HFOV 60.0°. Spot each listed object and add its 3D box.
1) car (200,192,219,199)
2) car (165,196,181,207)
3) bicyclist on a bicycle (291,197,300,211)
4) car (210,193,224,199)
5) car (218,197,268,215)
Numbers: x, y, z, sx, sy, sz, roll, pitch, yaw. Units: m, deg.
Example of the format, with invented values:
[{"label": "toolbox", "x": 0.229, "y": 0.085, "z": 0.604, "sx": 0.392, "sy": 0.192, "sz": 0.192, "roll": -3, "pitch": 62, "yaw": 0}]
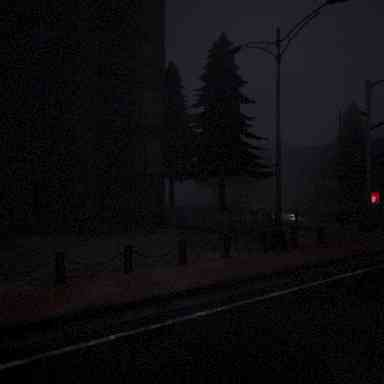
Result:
[{"label": "car", "x": 5.081, "y": 1.113, "z": 92.433, "sx": 1.932, "sy": 1.855, "sz": 4.605, "roll": 0, "pitch": 0, "yaw": -37}, {"label": "car", "x": -3.646, "y": 1.616, "z": 50.434, "sx": 1.895, "sy": 1.301, "sz": 4.718, "roll": 0, "pitch": 0, "yaw": -34}, {"label": "bicyclist on a bicycle", "x": 11.427, "y": 1.316, "z": 36.632, "sx": 1.656, "sy": 1.620, "sz": 0.582, "roll": 0, "pitch": 0, "yaw": -37}, {"label": "car", "x": 7.168, "y": 1.092, "z": 94.497, "sx": 1.905, "sy": 1.878, "sz": 3.866, "roll": 0, "pitch": 0, "yaw": -37}, {"label": "car", "x": 5.158, "y": 1.493, "z": 32.521, "sx": 1.882, "sy": 1.535, "sz": 5.008, "roll": 0, "pitch": 0, "yaw": -37}]
